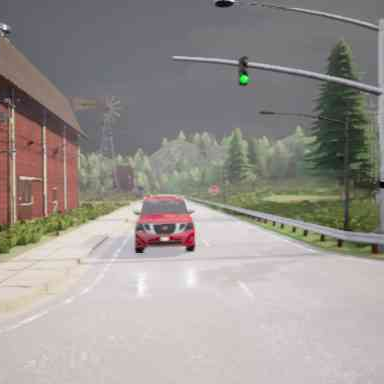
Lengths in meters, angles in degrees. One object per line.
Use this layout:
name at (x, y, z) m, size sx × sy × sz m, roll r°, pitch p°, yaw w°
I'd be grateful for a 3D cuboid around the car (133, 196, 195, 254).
car at (-1.163, 1.198, 13.876) m, size 2.150 × 2.045 × 5.566 m, roll -1°, pitch 1°, yaw -5°

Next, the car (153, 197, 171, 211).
car at (-3.548, 1.400, 39.484) m, size 1.994 × 1.385 × 4.181 m, roll -1°, pitch 0°, yaw -5°
